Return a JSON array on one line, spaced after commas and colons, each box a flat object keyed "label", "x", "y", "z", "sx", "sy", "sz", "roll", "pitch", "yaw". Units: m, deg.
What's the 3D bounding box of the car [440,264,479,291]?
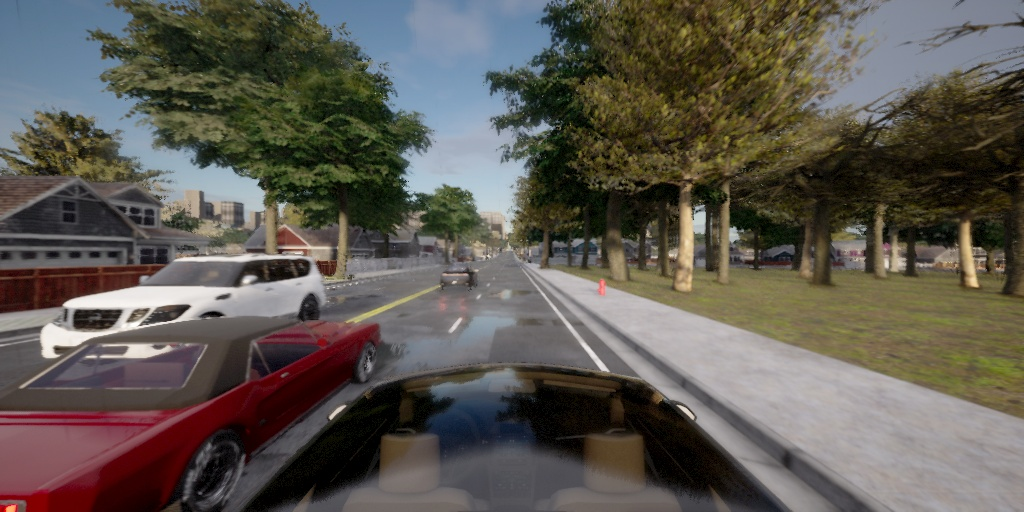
[{"label": "car", "x": -3.146, "y": 1.246, "z": 21.972, "sx": 2.128, "sy": 1.511, "sz": 4.902, "roll": 0, "pitch": 0, "yaw": 0}]

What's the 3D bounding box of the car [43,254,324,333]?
[{"label": "car", "x": -6.584, "y": 0.970, "z": 8.330, "sx": 2.150, "sy": 2.045, "sz": 5.566, "roll": 0, "pitch": 0, "yaw": 0}]

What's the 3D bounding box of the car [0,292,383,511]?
[{"label": "car", "x": -3.149, "y": 1.350, "z": 4.083, "sx": 1.895, "sy": 1.301, "sz": 4.718, "roll": 0, "pitch": 0, "yaw": 0}]
